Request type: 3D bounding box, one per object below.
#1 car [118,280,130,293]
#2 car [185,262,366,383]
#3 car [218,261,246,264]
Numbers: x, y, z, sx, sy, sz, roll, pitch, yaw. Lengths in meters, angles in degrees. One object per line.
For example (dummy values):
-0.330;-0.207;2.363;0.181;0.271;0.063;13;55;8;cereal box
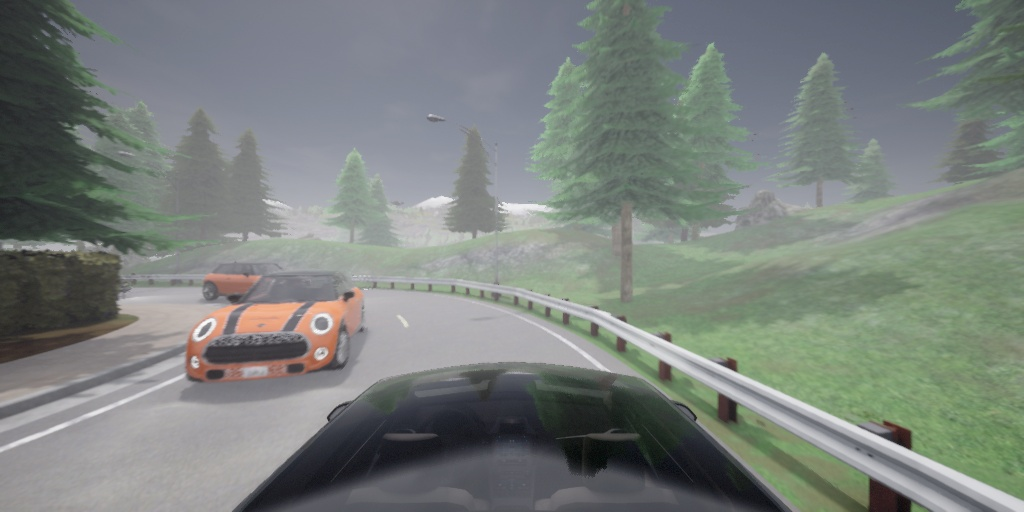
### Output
-20.910;1.250;16.387;5.357;1.411;2.033;0;0;1;car
-4.339;1.077;7.366;2.097;1.767;4.553;0;0;-16;car
-11.340;1.049;16.124;4.553;1.767;2.097;0;0;15;car
